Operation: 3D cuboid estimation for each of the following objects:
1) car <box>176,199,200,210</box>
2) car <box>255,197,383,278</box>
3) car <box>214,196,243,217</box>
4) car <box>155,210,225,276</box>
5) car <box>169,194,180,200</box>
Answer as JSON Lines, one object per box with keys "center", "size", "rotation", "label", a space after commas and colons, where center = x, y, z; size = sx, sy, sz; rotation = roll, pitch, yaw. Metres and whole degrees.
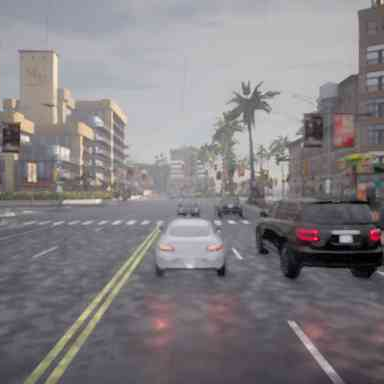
{"center": [-0.293, 1.500, 28.433], "size": [1.895, 1.301, 4.718], "rotation": [0, 0, -1], "label": "car"}
{"center": [3.440, 1.172, 10.148], "size": [2.150, 2.045, 5.566], "rotation": [0, -1, 0], "label": "car"}
{"center": [3.190, 1.239, 29.868], "size": [2.097, 1.767, 4.553], "rotation": [0, 0, -1], "label": "car"}
{"center": [-0.057, 1.490, 10.154], "size": [1.812, 1.442, 4.674], "rotation": [0, 0, 0], "label": "car"}
{"center": [-4.620, 1.272, 81.843], "size": [1.994, 1.385, 4.181], "rotation": [0, 0, -1], "label": "car"}
